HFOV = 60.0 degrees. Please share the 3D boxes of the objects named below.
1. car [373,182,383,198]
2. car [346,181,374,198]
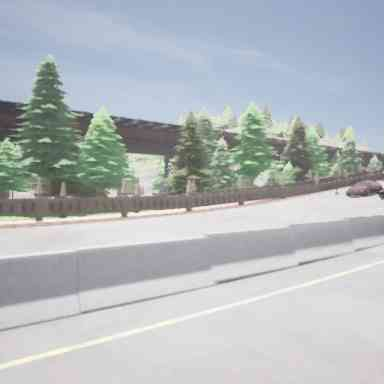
[{"bbox_3d":[19.297,-0.311,30.590,5.357,1.411,2.033,-8,5,-35],"label":"car"},{"bbox_3d":[17.412,-0.356,33.539,4.674,1.442,1.812,-8,5,-35],"label":"car"}]
